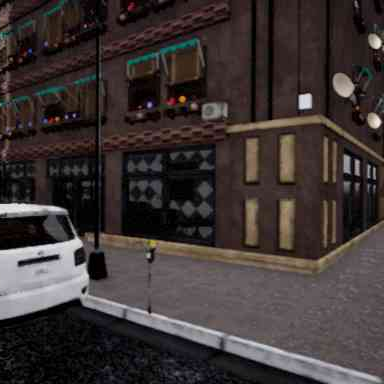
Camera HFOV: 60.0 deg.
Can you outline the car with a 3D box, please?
[{"bbox_3d":[-4.357,1.224,6.363,5.566,2.045,2.150,0,0,36],"label":"car"}]
